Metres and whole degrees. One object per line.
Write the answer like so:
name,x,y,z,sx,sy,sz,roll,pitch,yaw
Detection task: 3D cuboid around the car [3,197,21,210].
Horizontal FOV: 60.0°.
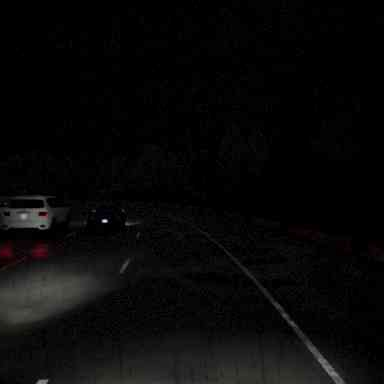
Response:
car,-23.611,1.419,43.772,1.882,1.535,5.008,0,0,-25

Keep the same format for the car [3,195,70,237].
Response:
car,-8.241,1.196,18.138,2.150,2.045,5.566,0,0,-9

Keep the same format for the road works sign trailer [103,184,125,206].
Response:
road works sign trailer,-12.095,0.393,52.775,2.380,3.560,2.880,0,0,-30

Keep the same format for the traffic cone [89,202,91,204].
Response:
traffic cone,-17.868,1.874,59.840,0.340,0.580,0.340,0,0,-30

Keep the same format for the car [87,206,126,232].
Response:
car,-5.025,1.537,19.926,1.994,1.385,4.181,0,0,-9
